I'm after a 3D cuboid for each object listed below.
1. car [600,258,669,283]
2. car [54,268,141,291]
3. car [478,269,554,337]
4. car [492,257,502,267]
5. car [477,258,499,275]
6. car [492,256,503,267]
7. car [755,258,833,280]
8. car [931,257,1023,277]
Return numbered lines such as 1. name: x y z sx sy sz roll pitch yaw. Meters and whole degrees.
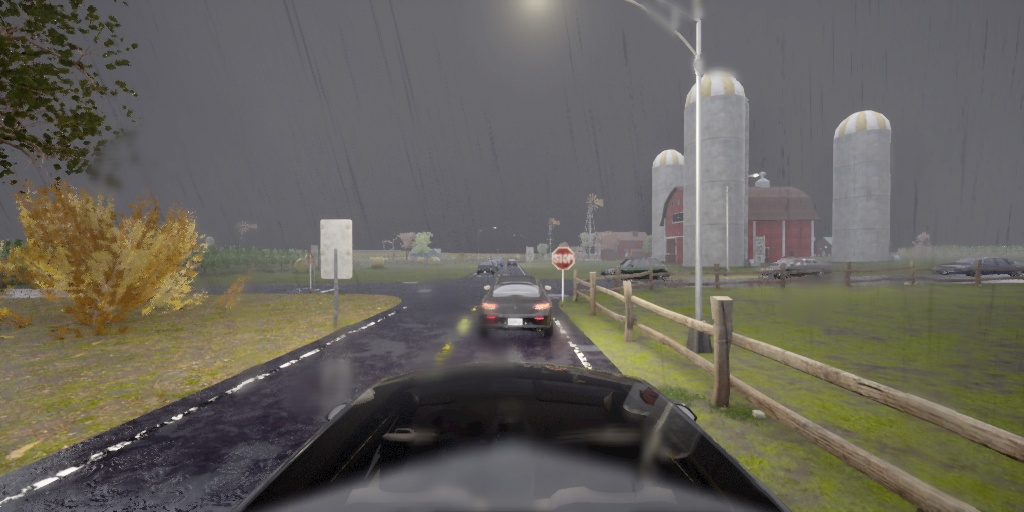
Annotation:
1. car: 8.616 0.938 25.601 4.553 1.767 2.097 -1 1 -4
2. car: -29.512 1.621 25.561 5.008 1.535 1.882 -1 1 0
3. car: 0.147 1.274 10.141 1.812 1.442 4.674 0 0 2
4. car: -2.829 1.270 50.757 1.837 1.490 4.892 0 0 1
5. car: -2.844 1.305 40.460 2.033 1.411 5.357 0 0 0
6. car: -2.798 1.002 65.141 2.150 2.045 5.566 0 0 0
7. car: 20.262 0.906 25.897 4.902 1.511 2.128 -1 1 0
8. car: 33.911 0.770 25.984 5.357 1.411 2.033 -1 1 0
